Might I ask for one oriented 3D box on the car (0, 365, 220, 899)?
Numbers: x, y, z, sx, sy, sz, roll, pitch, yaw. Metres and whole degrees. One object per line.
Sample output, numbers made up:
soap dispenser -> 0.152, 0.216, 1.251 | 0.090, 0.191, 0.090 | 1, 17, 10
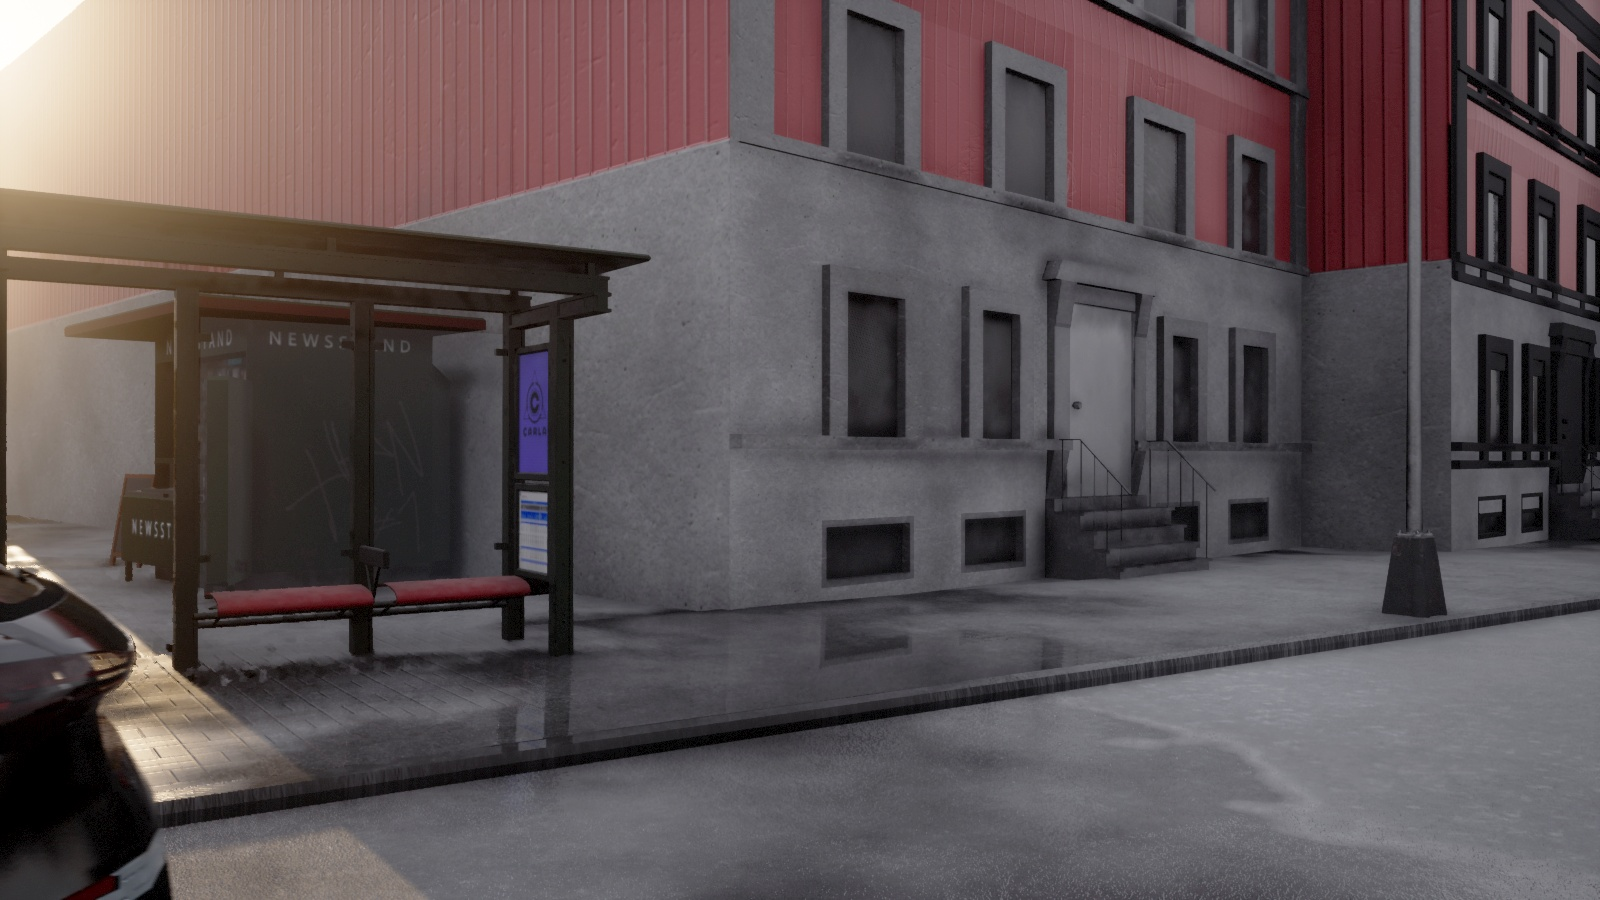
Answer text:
car -> -3.632, 0.687, 1.740 | 4.856, 1.649, 2.033 | 0, 0, -35
